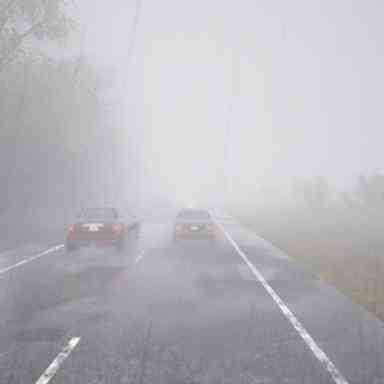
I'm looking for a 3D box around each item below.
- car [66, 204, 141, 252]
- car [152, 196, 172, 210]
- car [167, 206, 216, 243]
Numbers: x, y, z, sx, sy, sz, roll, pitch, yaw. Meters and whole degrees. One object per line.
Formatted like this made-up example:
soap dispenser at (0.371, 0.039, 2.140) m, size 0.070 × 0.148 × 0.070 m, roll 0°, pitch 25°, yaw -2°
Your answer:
car at (-3.404, 1.268, 13.624) m, size 2.097 × 1.767 × 4.553 m, roll 0°, pitch 0°, yaw 0°
car at (-3.413, 1.265, 37.889) m, size 1.837 × 1.490 × 4.892 m, roll 0°, pitch 0°, yaw 0°
car at (0.095, 1.452, 15.523) m, size 2.033 × 1.411 × 5.357 m, roll 0°, pitch 0°, yaw 0°
